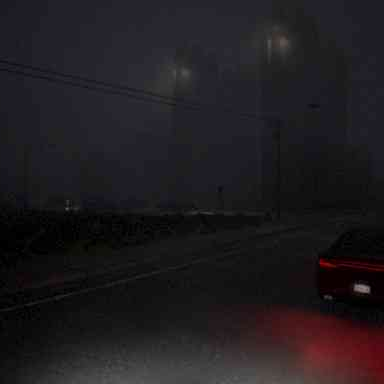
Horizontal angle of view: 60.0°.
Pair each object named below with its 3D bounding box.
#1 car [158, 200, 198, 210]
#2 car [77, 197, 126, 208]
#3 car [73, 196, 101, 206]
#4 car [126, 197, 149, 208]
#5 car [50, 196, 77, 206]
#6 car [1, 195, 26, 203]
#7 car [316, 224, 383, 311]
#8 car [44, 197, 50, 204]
[{"bbox_3d":[-1.626,1.582,37.739,4.718,1.301,1.895,0,0,39],"label":"car"},{"bbox_3d":[-10.827,1.491,39.888,2.242,1.667,4.611,0,0,40],"label":"car"},{"bbox_3d":[-17.415,1.512,55.234,4.902,1.511,2.128,0,0,39],"label":"car"},{"bbox_3d":[-8.368,1.474,47.952,5.008,1.535,1.882,0,0,39],"label":"car"},{"bbox_3d":[-19.976,1.382,52.662,4.553,1.767,2.097,0,0,39],"label":"car"},{"bbox_3d":[-29.557,1.374,55.221,1.905,1.878,3.866,0,0,40],"label":"car"},{"bbox_3d":[4.412,1.462,7.494,1.882,1.535,5.008,0,0,39],"label":"car"},{"bbox_3d":[-25.563,1.534,61.736,4.902,1.511,2.128,0,0,39],"label":"car"}]
